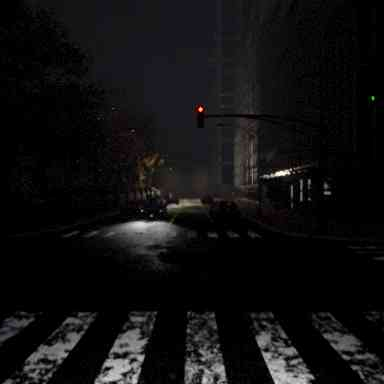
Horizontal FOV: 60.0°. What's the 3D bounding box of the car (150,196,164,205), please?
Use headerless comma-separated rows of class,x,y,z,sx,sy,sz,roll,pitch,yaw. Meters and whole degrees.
car,-5.707,1.432,54.838,1.802,1.307,4.206,0,0,0

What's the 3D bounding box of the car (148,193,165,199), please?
car,-5.704,1.183,49.156,2.192,1.841,5.009,0,0,0

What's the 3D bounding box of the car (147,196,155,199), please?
car,-5.701,1.451,37.790,2.008,1.369,4.403,0,0,0

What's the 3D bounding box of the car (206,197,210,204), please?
car,2.682,1.481,32.113,1.947,1.339,4.313,0,0,0

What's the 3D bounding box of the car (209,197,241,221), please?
car,2.685,1.370,26.432,1.967,1.590,4.097,0,0,0

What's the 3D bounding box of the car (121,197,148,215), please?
car,-5.699,1.460,32.107,1.887,1.381,4.507,0,0,0

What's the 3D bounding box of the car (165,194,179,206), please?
car,-3.078,1.458,52.710,1.895,1.301,4.718,0,0,0

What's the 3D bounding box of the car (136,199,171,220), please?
car,-3.108,1.527,27.771,1.895,1.301,4.718,0,0,0

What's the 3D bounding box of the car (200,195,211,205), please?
car,2.675,1.416,54.837,1.947,1.339,4.313,0,0,0

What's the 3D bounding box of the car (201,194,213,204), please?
car,2.673,1.270,60.518,1.967,1.590,4.097,0,0,0

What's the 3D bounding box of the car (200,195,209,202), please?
car,2.669,1.311,72.054,1.752,1.417,4.829,0,0,0

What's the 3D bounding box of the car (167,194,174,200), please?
car,-5.717,1.291,88.939,1.802,1.307,4.206,0,0,0
